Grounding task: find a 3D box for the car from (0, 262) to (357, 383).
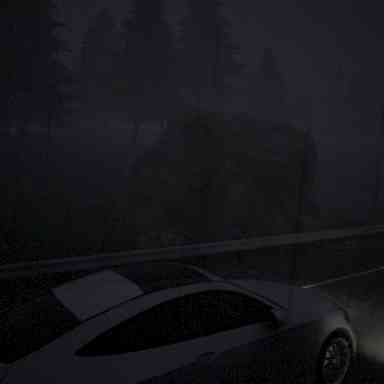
[{"bbox_3d":[-0.160,1.521,3.564,4.674,1.442,1.812,0,0,-35],"label":"car"}]
